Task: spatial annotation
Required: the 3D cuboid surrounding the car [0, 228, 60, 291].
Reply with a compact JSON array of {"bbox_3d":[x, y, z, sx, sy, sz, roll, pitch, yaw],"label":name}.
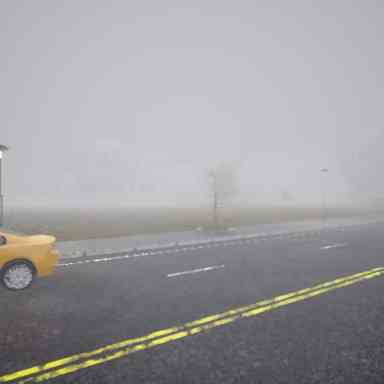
[{"bbox_3d":[-5.715,1.538,7.582,5.008,1.535,1.882,0,0,-36],"label":"car"}]
